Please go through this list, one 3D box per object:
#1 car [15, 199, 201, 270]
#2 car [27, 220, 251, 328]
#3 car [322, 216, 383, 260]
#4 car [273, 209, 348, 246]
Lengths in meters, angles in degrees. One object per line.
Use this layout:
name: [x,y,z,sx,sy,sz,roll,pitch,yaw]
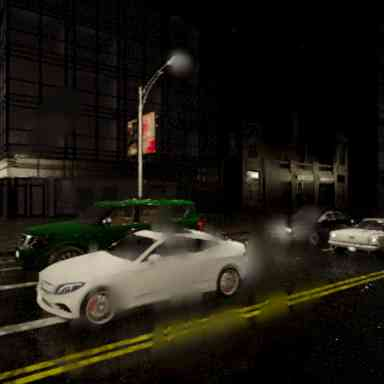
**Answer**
car: [-2.195,1.251,10.106,5.566,2.045,2.150,1,0,-36]
car: [-0.749,1.551,7.144,4.674,1.442,1.812,1,0,-36]
car: [7.415,1.701,12.971,4.718,1.301,1.895,1,0,-35]
car: [5.939,1.595,15.912,4.902,1.511,2.128,1,0,-36]
